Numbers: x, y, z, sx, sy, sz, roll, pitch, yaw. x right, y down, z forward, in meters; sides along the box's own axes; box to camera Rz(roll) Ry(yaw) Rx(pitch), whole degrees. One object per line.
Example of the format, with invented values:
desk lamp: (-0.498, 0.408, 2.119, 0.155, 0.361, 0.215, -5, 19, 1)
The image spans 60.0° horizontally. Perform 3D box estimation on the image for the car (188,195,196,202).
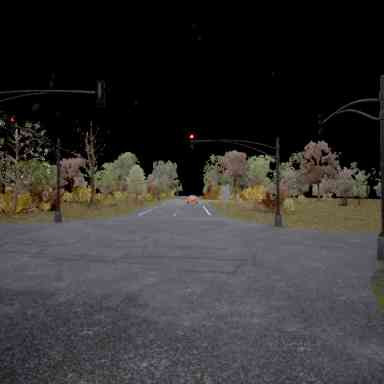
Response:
car: (0.080, 1.449, 77.994, 1.812, 1.442, 4.674, 0, 0, 0)

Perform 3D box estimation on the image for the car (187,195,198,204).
car: (0.070, 1.424, 67.959, 2.097, 1.767, 4.553, 0, 0, 0)
